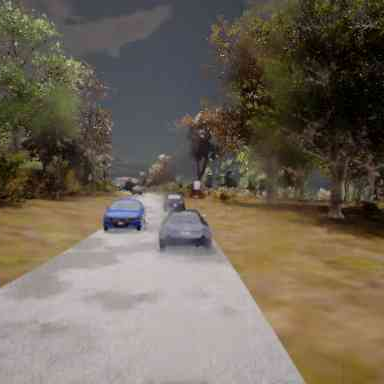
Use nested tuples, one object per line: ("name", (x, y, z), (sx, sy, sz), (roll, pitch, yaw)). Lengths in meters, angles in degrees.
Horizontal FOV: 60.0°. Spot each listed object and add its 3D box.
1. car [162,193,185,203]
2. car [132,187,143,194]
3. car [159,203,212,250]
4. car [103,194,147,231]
("car", (-1.639, 0.842, 29.631), (1.812, 1.442, 4.674), (1, 2, -7))
("car", (-9.771, -0.173, 59.391), (2.033, 1.411, 5.357), (2, 1, -13))
("car", (-0.318, 1.396, 13.659), (1.994, 1.385, 4.181), (0, 1, -3))
("car", (-3.528, 1.130, 18.127), (1.882, 1.535, 5.008), (1, 2, -4))
